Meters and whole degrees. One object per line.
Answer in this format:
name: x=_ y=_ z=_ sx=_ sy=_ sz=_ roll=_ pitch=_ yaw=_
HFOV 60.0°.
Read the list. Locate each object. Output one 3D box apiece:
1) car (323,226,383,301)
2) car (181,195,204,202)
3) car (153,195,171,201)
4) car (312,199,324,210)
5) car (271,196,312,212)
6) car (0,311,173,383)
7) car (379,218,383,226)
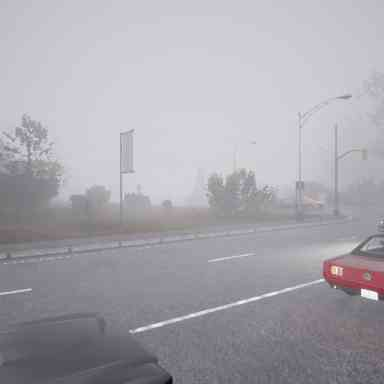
car: x=5.048 y=1.570 z=7.363 sx=4.718 sy=1.301 sz=1.895 roll=0 pitch=0 yaw=-36
car: x=0.009 y=1.276 z=65.720 sx=2.033 sy=1.411 sz=5.357 roll=-1 pitch=0 yaw=-38
car: x=-6.724 y=1.330 z=73.987 sx=1.895 sy=1.301 sz=4.718 roll=-1 pitch=0 yaw=-38
car: x=12.758 y=1.252 z=38.410 sx=1.882 sy=1.535 sz=5.008 roll=-1 pitch=0 yaw=-39
car: x=10.134 y=1.404 z=36.087 sx=1.895 sy=1.301 sz=4.718 roll=-1 pitch=0 yaw=-39
car: x=-2.399 y=1.601 z=2.024 sx=4.718 sy=1.301 sz=1.895 roll=0 pitch=0 yaw=-36
car: x=10.916 y=1.384 z=16.102 sx=4.902 sy=1.511 sz=2.128 roll=-1 pitch=0 yaw=-35
